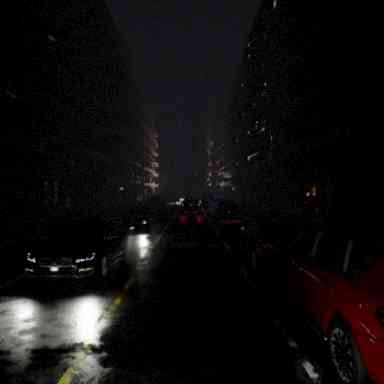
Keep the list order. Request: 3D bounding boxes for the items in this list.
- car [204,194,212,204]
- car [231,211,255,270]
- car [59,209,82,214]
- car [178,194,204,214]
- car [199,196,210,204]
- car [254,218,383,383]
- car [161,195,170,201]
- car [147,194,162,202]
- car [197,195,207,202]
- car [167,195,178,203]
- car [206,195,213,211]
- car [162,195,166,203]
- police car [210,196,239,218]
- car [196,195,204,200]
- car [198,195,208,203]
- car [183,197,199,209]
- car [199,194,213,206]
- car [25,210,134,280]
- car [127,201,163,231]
[{"bbox_3d":[2.323,1.245,50.453,2.192,1.841,5.009,-1,0,0],"label":"car"},{"bbox_3d":[2.588,1.528,10.805,1.887,1.381,4.507,-1,0,0],"label":"car"},{"bbox_3d":[-5.796,1.541,16.354,1.887,1.381,4.507,-1,0,0],"label":"car"},{"bbox_3d":[-0.111,1.310,34.497,2.097,1.767,4.553,0,0,0],"label":"car"},{"bbox_3d":[2.254,1.477,61.783,1.947,1.339,4.313,-1,0,0],"label":"car"},{"bbox_3d":[2.620,1.304,5.140,2.192,1.841,5.009,-1,0,0],"label":"car"},{"bbox_3d":[-6.203,1.462,78.664,1.947,1.339,4.313,-1,0,0],"label":"car"},{"bbox_3d":[-6.018,1.495,50.340,1.887,1.381,4.507,-1,0,0],"label":"car"},{"bbox_3d":[2.186,1.454,73.111,1.947,1.339,4.313,-1,0,0],"label":"car"},{"bbox_3d":[-3.429,1.453,67.038,2.033,1.411,5.357,0,0,0],"label":"car"},{"bbox_3d":[2.917,1.427,36.230,1.882,1.535,5.008,0,0,0],"label":"car"},{"bbox_3d":[-6.060,1.256,56.003,2.192,1.841,5.009,-1,0,0],"label":"car"},{"bbox_3d":[2.956,1.383,29.338,1.930,1.638,5.238,0,0,0],"label":"police car"},{"bbox_3d":[2.104,1.418,90.104,1.947,1.339,4.313,-1,0,0],"label":"car"},{"bbox_3d":[2.217,1.445,67.448,1.887,1.381,4.507,-1,0,0],"label":"car"},{"bbox_3d":[-0.186,1.436,45.849,2.128,1.511,4.902,0,0,0],"label":"car"},{"bbox_3d":[2.286,1.236,56.118,2.192,1.841,5.009,-1,0,0],"label":"car"},{"bbox_3d":[-3.149,1.502,9.993,1.837,1.490,4.892,0,0,0],"label":"car"},{"bbox_3d":[-3.208,1.532,20.490,2.033,1.411,5.357,0,0,0],"label":"car"}]
